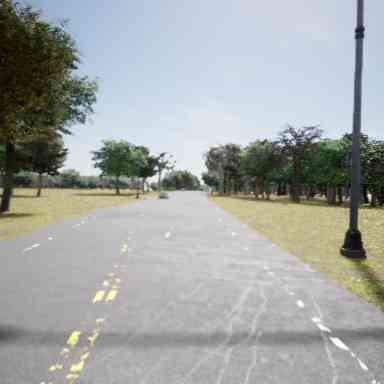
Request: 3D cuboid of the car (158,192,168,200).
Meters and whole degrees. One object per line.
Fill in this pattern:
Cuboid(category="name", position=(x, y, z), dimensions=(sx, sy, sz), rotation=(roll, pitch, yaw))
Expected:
Cuboid(category="car", position=(-6.397, 0.800, 73.981), dimensions=(2.097, 1.767, 4.553), rotation=(2, 0, 0))
